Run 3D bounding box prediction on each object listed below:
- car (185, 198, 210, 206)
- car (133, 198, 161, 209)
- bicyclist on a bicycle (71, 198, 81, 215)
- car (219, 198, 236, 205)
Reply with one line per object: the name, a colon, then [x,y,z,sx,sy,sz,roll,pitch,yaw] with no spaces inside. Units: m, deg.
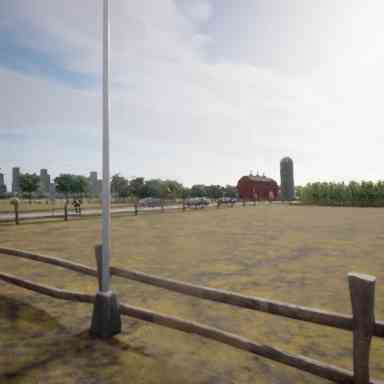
car: [0.853,1.608,54.291,2.033,1.411,5.357,-2,-1,36]
car: [-6.577,1.632,48.830,1.837,1.490,4.892,-2,-1,36]
bicyclist on a bicycle: [-11.187,1.419,32.038,1.656,1.620,0.582,0,0,35]
car: [6.575,1.710,62.428,1.895,1.301,4.718,-2,-2,35]
